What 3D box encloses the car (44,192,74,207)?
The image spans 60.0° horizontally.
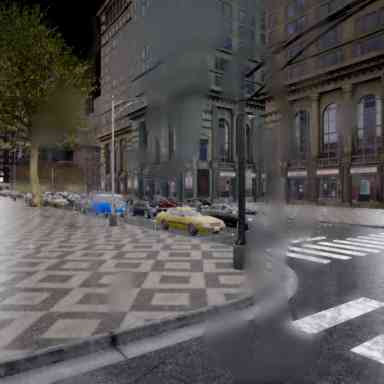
[{"bbox_3d":[-16.405,1.050,40.734,1.752,1.417,4.829,1,0,-35],"label":"car"}]

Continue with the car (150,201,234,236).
[{"bbox_3d":[-0.194,1.397,17.786,1.752,1.417,4.829,1,0,-35],"label":"car"}]

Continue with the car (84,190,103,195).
[{"bbox_3d":[-9.190,0.869,35.132,2.150,2.045,5.566,0,1,-35],"label":"car"}]

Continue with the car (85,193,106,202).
[{"bbox_3d":[-16.027,0.909,54.973,2.008,1.369,4.403,1,0,-35],"label":"car"}]

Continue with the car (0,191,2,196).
[{"bbox_3d":[-45.676,0.253,82.162,1.967,1.590,4.097,1,0,-35],"label":"car"}]

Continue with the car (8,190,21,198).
[{"bbox_3d":[-35.950,0.482,68.398,1.967,1.590,4.097,1,0,-35],"label":"car"}]

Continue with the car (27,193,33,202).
[{"bbox_3d":[-22.986,0.910,50.048,2.008,1.369,4.403,1,0,-35],"label":"car"}]

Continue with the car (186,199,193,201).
[{"bbox_3d":[0.180,1.314,32.033,1.947,1.339,4.313,1,0,-35],"label":"car"}]

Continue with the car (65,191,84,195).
[{"bbox_3d":[-15.072,1.028,43.531,1.812,1.442,4.674,0,1,-34],"label":"car"}]

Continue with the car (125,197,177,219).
[{"bbox_3d":[-3.374,1.338,26.890,1.994,1.385,4.181,0,1,-35],"label":"car"}]

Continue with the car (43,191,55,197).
[{"bbox_3d":[-35.476,0.470,82.496,1.802,1.307,4.206,1,0,-35],"label":"car"}]

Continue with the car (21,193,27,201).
[{"bbox_3d":[-26.227,0.829,54.636,2.008,1.369,4.403,1,0,-35],"label":"car"}]

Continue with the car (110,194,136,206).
[{"bbox_3d":[-9.544,1.072,45.799,2.008,1.369,4.403,1,0,-35],"label":"car"}]

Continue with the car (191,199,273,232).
[{"bbox_3d":[2.347,1.370,18.781,2.128,1.511,4.902,0,1,-35],"label":"car"}]

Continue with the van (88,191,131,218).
[{"bbox_3d":[-6.775,1.090,27.105,1.690,1.788,3.998,1,0,-35],"label":"van"}]

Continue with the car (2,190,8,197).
[{"bbox_3d":[-42.434,0.329,77.574,1.967,1.590,4.097,1,0,-35],"label":"car"}]

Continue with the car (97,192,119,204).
[{"bbox_3d":[-12.784,0.880,50.386,1.967,1.590,4.097,1,0,-35],"label":"car"}]

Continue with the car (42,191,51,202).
[{"bbox_3d":[-19.744,0.991,45.461,2.008,1.369,4.403,1,0,-35],"label":"car"}]

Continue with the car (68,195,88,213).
[{"bbox_3d":[-10.019,1.230,31.694,2.008,1.369,4.403,1,0,-35],"label":"car"}]

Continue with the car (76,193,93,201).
[{"bbox_3d":[-19.269,0.860,59.560,1.802,1.307,4.206,1,0,-35],"label":"car"}]

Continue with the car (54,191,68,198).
[{"bbox_3d":[-28.992,0.586,73.321,1.887,1.381,4.507,1,0,-35],"label":"car"}]
